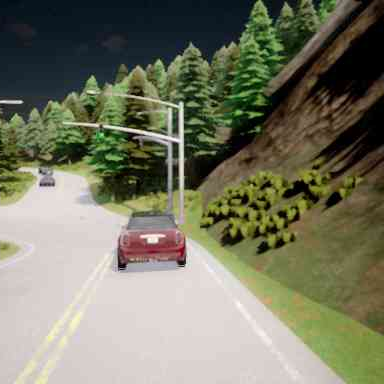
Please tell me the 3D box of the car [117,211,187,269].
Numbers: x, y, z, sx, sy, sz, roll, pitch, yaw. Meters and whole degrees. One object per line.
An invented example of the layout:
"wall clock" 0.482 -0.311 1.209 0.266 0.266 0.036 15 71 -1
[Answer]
"car" -1.510 1.442 11.761 2.097 1.767 4.553 -1 0 -10

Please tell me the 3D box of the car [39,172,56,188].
"car" -20.034 -1.477 46.284 1.994 1.385 4.181 -2 9 -19

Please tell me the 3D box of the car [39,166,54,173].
"car" -26.671 -3.881 60.777 2.128 1.511 4.902 -3 10 -35
